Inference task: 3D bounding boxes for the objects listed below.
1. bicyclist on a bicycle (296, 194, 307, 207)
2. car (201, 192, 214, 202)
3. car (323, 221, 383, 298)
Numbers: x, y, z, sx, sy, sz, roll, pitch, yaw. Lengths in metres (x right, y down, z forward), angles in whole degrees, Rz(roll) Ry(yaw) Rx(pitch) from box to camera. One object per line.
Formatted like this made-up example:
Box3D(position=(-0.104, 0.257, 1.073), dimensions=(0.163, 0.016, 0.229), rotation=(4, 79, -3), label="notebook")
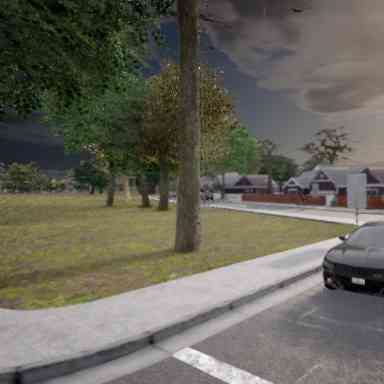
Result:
Box3D(position=(14.485, 1.134, 43.960), dimensions=(1.656, 1.620, 0.582), rotation=(-1, 0, -17), label="bicyclist on a bicycle")
Box3D(position=(2.902, 1.060, 71.455), dimensions=(2.150, 2.045, 5.566), rotation=(-1, 1, -17), label="car")
Box3D(position=(5.036, 1.496, 8.437), dimensions=(1.882, 1.535, 5.008), rotation=(-1, -1, 44), label="car")
